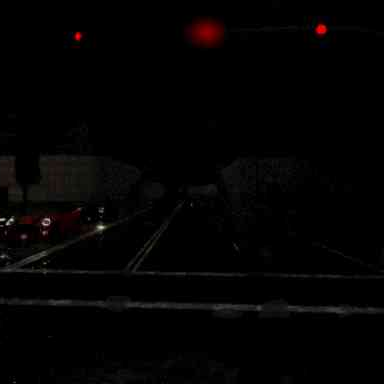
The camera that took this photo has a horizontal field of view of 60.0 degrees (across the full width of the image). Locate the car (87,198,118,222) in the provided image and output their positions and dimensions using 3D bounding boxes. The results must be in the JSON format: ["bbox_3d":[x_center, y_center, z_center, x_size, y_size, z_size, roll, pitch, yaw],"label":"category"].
[{"bbox_3d":[-7.041,1.244,25.044,2.097,1.767,4.553,0,0,0],"label":"car"}]

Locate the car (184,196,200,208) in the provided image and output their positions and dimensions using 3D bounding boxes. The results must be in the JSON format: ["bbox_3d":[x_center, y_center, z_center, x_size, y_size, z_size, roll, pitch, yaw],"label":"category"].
[{"bbox_3d":[0.027,1.311,45.063,1.837,1.490,4.892,0,1,0],"label":"car"}]

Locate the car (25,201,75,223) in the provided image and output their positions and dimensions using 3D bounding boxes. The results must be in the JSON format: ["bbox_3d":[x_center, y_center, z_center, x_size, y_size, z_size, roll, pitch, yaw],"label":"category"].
[{"bbox_3d":[-10.539,1.456,25.017,1.994,1.385,4.181,0,0,0],"label":"car"}]

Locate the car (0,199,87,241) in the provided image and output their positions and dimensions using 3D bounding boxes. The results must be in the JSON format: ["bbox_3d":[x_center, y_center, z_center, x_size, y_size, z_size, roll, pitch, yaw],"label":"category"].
[{"bbox_3d":[-7.039,1.282,16.201,2.097,1.767,4.553,0,0,0],"label":"car"}]

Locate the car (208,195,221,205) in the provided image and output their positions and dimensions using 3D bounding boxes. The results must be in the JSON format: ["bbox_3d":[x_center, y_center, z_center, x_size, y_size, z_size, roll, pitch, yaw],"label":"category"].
[{"bbox_3d":[3.600,1.260,53.187,2.128,1.511,4.902,0,0,0],"label":"car"}]
